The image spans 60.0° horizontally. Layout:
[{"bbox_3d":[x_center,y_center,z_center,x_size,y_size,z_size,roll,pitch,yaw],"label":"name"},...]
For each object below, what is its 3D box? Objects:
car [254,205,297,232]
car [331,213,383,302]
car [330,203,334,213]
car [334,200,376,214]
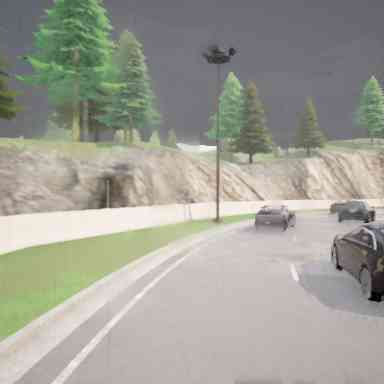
[{"bbox_3d":[5.268,1.537,20.676,2.128,1.511,4.902,0,0,26],"label":"car"},{"bbox_3d":[4.803,1.532,8.155,2.128,1.511,4.902,0,0,11],"label":"car"},{"bbox_3d":[16.463,1.632,35.499,4.902,1.511,2.128,0,0,-43],"label":"car"},{"bbox_3d":[13.077,1.463,26.214,2.097,1.767,4.553,1,0,36],"label":"car"}]
